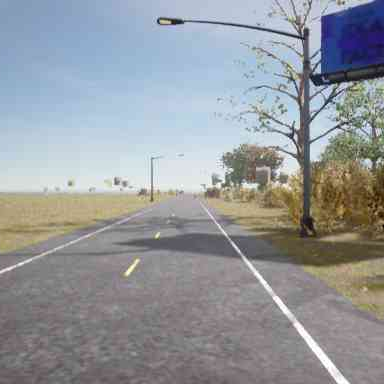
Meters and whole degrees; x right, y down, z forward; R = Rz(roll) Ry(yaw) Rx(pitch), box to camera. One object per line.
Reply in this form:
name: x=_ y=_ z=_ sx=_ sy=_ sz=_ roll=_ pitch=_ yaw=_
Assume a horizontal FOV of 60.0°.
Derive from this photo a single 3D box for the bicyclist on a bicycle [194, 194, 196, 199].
bicyclist on a bicycle: x=0.976 y=1.476 z=95.105 sx=0.582 sy=1.620 sz=1.656 roll=1 pitch=0 yaw=0
